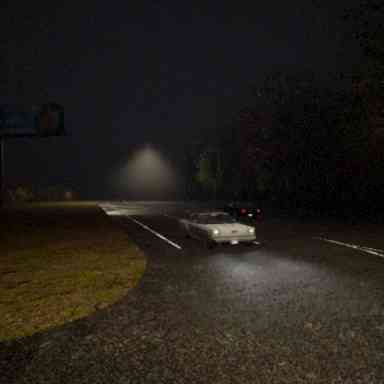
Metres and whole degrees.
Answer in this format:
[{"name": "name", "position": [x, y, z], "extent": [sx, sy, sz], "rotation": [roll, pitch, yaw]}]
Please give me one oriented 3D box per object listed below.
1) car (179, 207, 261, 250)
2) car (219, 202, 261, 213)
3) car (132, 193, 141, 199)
[{"name": "car", "position": [0.911, 1.537, 14.388], "extent": [1.895, 1.301, 4.718], "rotation": [0, 0, -18]}, {"name": "car", "position": [3.863, 1.483, 27.966], "extent": [1.895, 1.301, 4.718], "rotation": [0, 0, -18]}, {"name": "car", "position": [-13.876, 1.100, 83.129], "extent": [1.812, 1.442, 4.674], "rotation": [0, 0, -18]}]
